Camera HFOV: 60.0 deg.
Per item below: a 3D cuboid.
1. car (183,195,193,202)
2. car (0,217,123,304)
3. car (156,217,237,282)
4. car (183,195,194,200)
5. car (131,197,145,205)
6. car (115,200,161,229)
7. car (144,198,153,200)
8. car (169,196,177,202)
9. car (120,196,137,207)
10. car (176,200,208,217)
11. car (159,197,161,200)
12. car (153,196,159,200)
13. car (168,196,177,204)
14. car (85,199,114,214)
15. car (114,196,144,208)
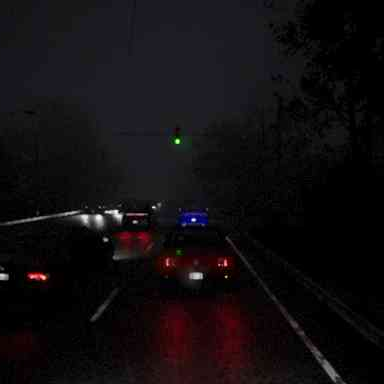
[{"bbox_3d":[-1.043,1.538,79.603,2.097,1.767,4.553,0,0,-3],"label":"car"},{"bbox_3d":[-3.402,1.577,8.453,2.033,1.411,5.357,0,0,0],"label":"car"},{"bbox_3d":[0.101,1.635,9.796,1.895,1.301,4.718,0,0,0],"label":"car"},{"bbox_3d":[-0.554,1.718,69.487,1.882,1.535,5.008,0,0,-2],"label":"car"},{"bbox_3d":[-10.994,1.736,67.628,2.128,1.511,4.902,0,0,-2],"label":"car"},{"bbox_3d":[-3.400,1.570,22.270,2.128,1.511,4.902,0,0,0],"label":"car"},{"bbox_3d":[-7.166,1.710,47.078,2.033,1.411,5.357,0,0,0],"label":"car"},{"bbox_3d":[-4.539,1.706,79.433,1.812,1.442,4.674,0,0,-3],"label":"car"},{"bbox_3d":[-10.763,1.548,57.005,2.097,1.767,4.553,0,0,-1],"label":"car"},{"bbox_3d":[0.101,1.556,22.812,1.882,1.535,5.008,0,0,0],"label":"car"},{"bbox_3d":[-7.613,1.687,70.823,1.837,1.490,4.892,0,0,-2],"label":"car"},{"bbox_3d":[-7.264,1.761,57.133,1.994,1.385,4.181,0,0,0],"label":"car"},{"bbox_3d":[-4.039,1.772,68.977,2.033,1.411,5.357,0,0,-2],"label":"car"},{"bbox_3d":[-10.616,1.731,37.842,1.895,1.301,4.718,0,0,0],"label":"car"},{"bbox_3d":[-7.064,1.482,37.607,2.097,1.767,4.553,0,0,-1],"label":"car"}]
